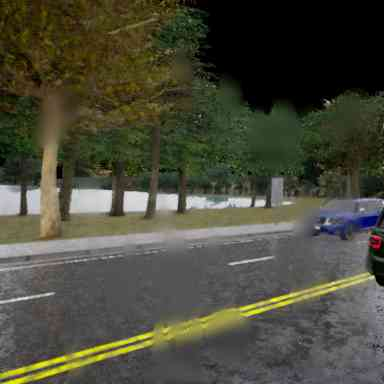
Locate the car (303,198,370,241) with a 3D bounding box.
[{"bbox_3d":[8.207,1.348,17.406,5.566,2.045,2.150,0,0,-36],"label":"car"}]

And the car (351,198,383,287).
[{"bbox_3d":[6.445,1.242,8.039,5.566,2.045,2.150,0,0,-36],"label":"car"}]
